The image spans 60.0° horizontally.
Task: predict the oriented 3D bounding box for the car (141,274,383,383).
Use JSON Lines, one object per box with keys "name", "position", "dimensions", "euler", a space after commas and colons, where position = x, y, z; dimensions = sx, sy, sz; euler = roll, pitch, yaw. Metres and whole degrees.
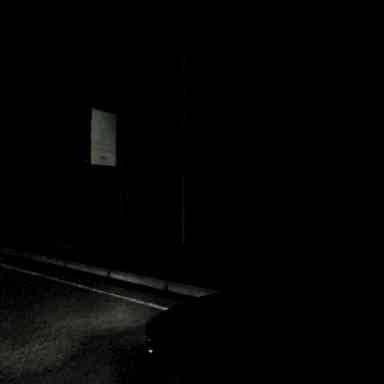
{"name": "car", "position": [1.769, 1.478, 2.737], "dimensions": [5.008, 1.535, 1.882], "euler": [0, 0, 36]}
